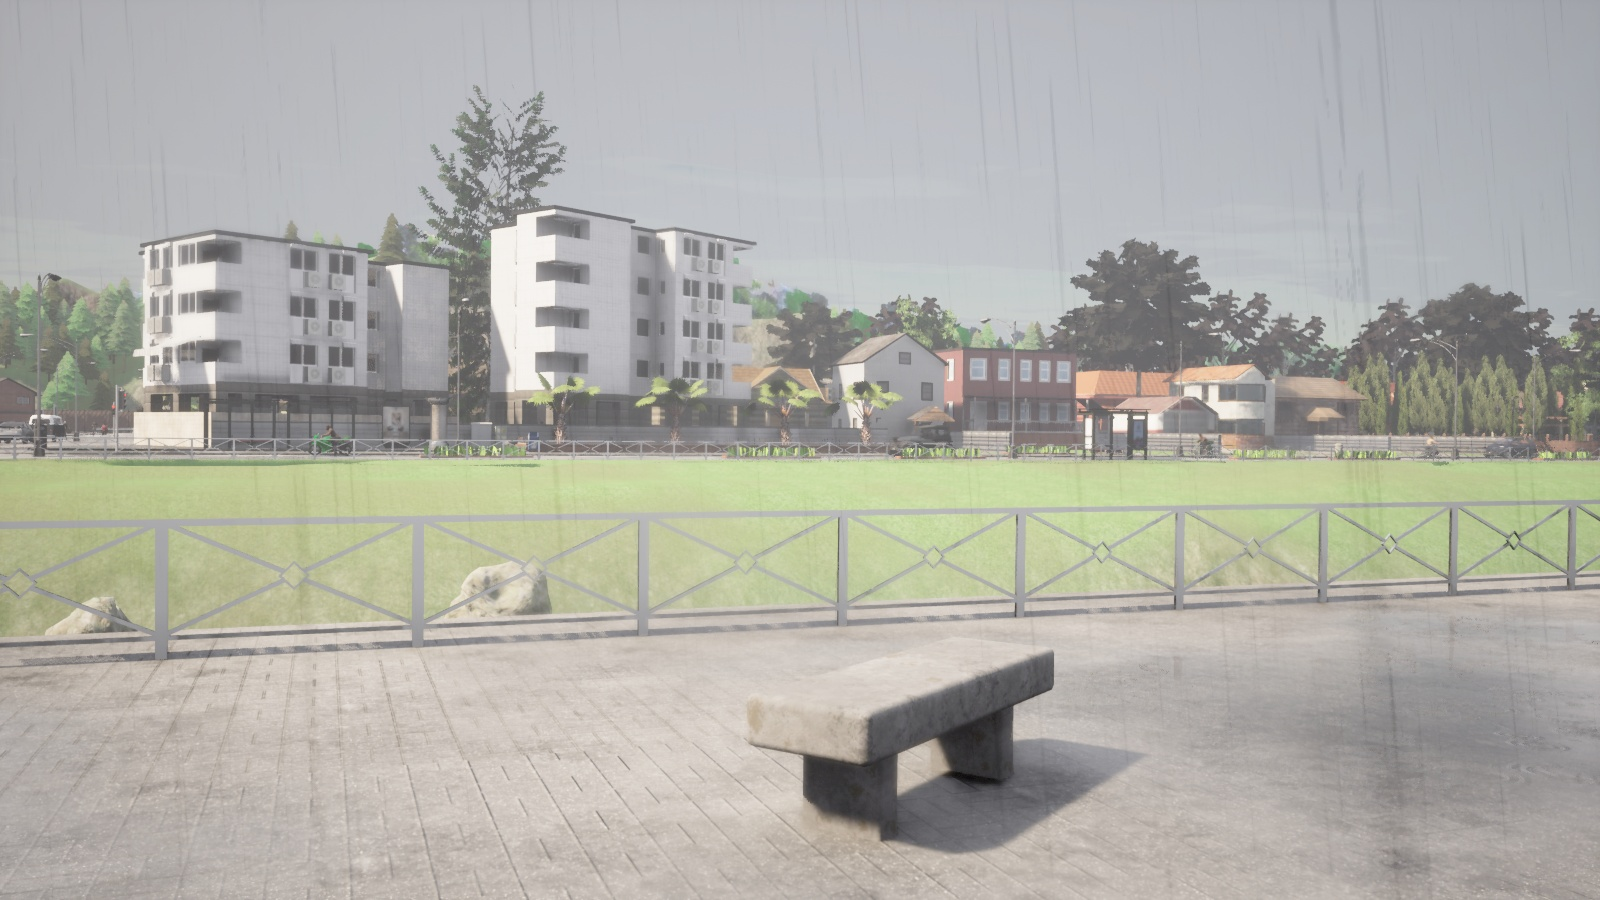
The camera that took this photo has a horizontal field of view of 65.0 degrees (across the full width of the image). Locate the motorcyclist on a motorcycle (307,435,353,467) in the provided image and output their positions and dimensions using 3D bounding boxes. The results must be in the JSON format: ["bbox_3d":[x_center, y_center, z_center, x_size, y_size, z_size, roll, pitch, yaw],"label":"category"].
[{"bbox_3d":[-22.863,0.033,61.111,2.044,1.523,0.797,-1,1,-21],"label":"motorcyclist on a motorcycle"}]

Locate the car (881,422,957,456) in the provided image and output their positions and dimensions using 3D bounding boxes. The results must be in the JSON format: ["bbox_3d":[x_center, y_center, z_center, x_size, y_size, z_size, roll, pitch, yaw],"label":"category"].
[{"bbox_3d":[6.860,-0.658,72.387,3.866,1.878,1.905,-1,1,-21],"label":"car"}]
